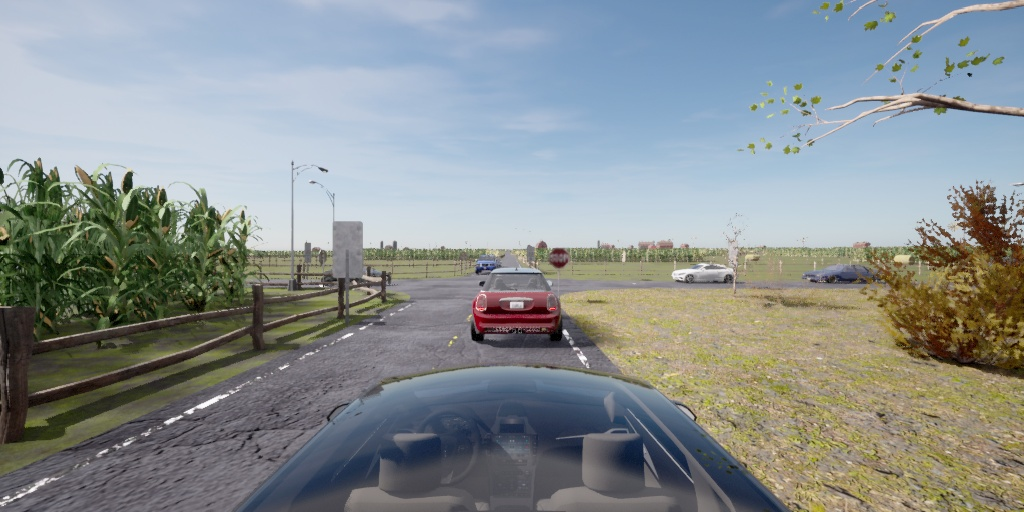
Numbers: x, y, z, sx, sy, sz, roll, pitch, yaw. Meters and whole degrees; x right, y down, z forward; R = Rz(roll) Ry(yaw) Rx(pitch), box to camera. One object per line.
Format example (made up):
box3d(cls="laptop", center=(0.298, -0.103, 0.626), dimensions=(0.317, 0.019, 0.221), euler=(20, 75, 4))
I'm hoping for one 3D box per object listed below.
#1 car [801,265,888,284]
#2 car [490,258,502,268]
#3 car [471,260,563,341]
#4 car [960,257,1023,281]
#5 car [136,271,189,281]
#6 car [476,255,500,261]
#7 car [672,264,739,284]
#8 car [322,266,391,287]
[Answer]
box3d(cls="car", center=(25.088, 1.350, 27.069), dimensions=(5.357, 1.411, 2.033), euler=(0, 0, 0))
box3d(cls="car", center=(-2.726, 1.151, 61.054), dimensions=(1.837, 1.490, 4.892), euler=(0, 0, 1))
box3d(cls="car", center=(0.110, 1.100, 10.017), dimensions=(2.097, 1.767, 4.553), euler=(0, 0, 0))
box3d(cls="car", center=(37.540, 1.059, 27.062), dimensions=(5.566, 2.045, 2.150), euler=(0, 0, 0))
box3d(cls="car", center=(-24.843, 1.213, 24.058), dimensions=(5.357, 1.411, 2.033), euler=(0, 0, 0))
box3d(cls="car", center=(-2.821, 0.927, 40.742), dimensions=(2.150, 2.045, 5.566), euler=(0, 0, 1))
box3d(cls="car", center=(14.541, 1.298, 27.057), dimensions=(4.674, 1.442, 1.812), euler=(0, 0, 0))
box3d(cls="car", center=(-10.184, 1.279, 23.608), dimensions=(4.181, 1.385, 1.994), euler=(0, 0, 8))
